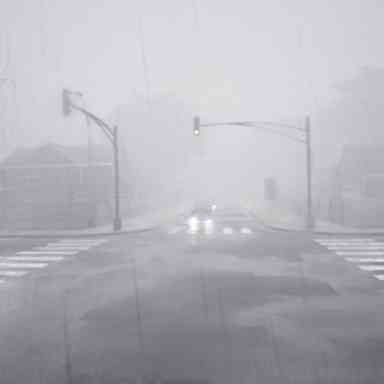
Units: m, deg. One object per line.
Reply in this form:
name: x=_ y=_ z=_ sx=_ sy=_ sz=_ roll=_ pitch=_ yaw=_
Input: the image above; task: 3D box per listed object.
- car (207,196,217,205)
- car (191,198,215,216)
car: x=3.160 y=1.412 z=55.026 sx=2.128 sy=1.511 sz=4.902 roll=-1 pitch=1 yaw=6
car: x=0.994 y=1.571 z=32.443 sx=1.895 sy=1.301 sz=4.718 roll=-1 pitch=0 yaw=6
